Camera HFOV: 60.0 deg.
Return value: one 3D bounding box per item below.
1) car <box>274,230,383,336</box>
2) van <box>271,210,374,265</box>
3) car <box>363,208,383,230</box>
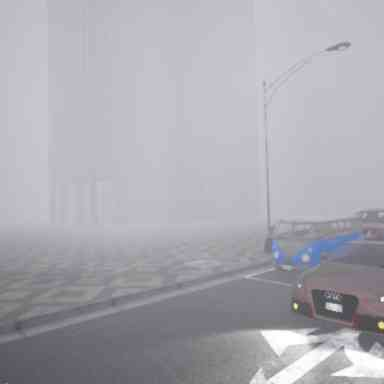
[{"bbox_3d":[3.798,1.735,6.895,4.181,1.385,1.994,0,-3,-43],"label":"car"},{"bbox_3d":[4.241,1.653,10.976,3.998,1.788,1.690,0,-3,-43],"label":"van"},{"bbox_3d":[8.376,1.661,14.866,5.009,1.841,2.192,0,-3,-43],"label":"car"}]
